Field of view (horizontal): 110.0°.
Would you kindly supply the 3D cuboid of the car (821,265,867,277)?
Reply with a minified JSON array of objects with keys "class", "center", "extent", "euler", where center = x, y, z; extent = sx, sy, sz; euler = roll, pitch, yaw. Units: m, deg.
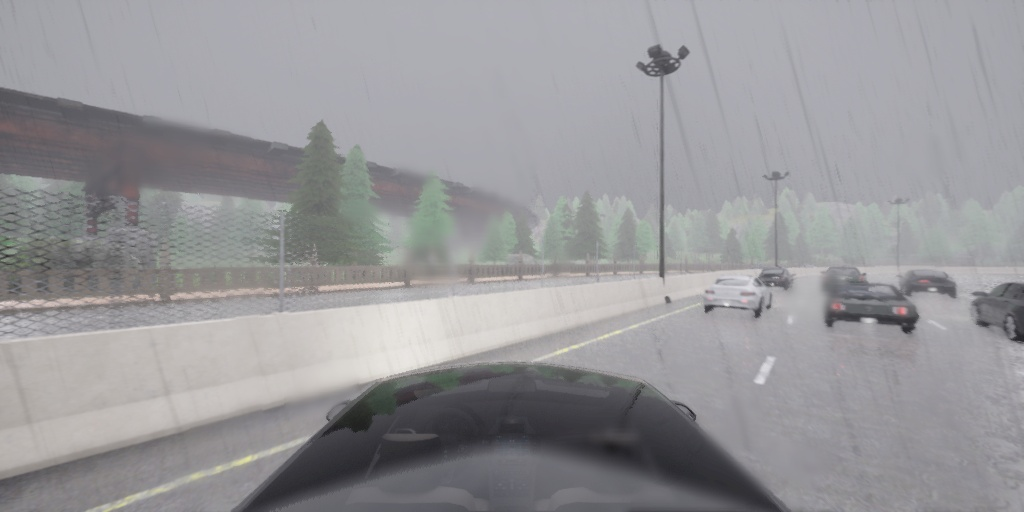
[{"class":"car","center":[21.238,1.443,22.966],"extent":[2.097,1.767,4.553],"euler":[0,-1,43]}]

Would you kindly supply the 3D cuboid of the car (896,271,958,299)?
[{"class":"car","center":[23.939,1.586,20.740],"extent":[1.837,1.490,4.892],"euler":[-1,0,43]}]

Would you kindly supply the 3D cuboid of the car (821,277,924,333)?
[{"class":"car","center":[11.261,1.516,11.528],"extent":[1.895,1.301,4.718],"euler":[0,-1,41]}]

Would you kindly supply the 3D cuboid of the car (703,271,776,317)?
[{"class":"car","center":[9.042,1.462,14.305],"extent":[1.812,1.442,4.674],"euler":[0,-1,41]}]

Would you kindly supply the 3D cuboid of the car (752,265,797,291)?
[{"class":"car","center":[18.636,1.615,25.313],"extent":[1.837,1.490,4.892],"euler":[-1,0,43]}]

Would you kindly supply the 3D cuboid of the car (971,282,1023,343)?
[{"class":"car","center":[14.081,1.410,9.436],"extent":[1.837,1.490,4.892],"euler":[0,0,41]}]
